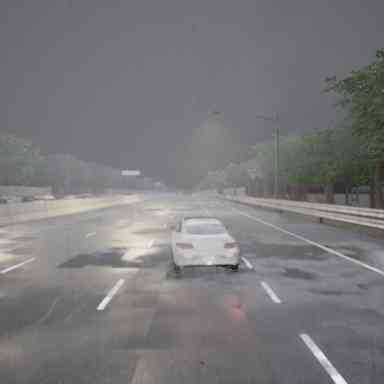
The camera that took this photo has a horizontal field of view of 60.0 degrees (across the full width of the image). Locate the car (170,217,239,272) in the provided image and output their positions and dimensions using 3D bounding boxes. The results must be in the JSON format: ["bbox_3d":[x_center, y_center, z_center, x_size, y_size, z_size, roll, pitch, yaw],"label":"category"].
[{"bbox_3d":[0.288,1.516,10.586,1.812,1.442,4.674,0,0,-4],"label":"car"}]

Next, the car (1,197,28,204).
[{"bbox_3d":[-24.710,1.445,47.620,1.812,1.442,4.674,0,0,0],"label":"car"}]

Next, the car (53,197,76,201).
[{"bbox_3d":[-17.715,1.445,47.676,1.812,1.442,4.674,0,0,0],"label":"car"}]

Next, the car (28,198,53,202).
[{"bbox_3d":[-21.214,1.520,47.914,1.895,1.301,4.718,0,0,0],"label":"car"}]
